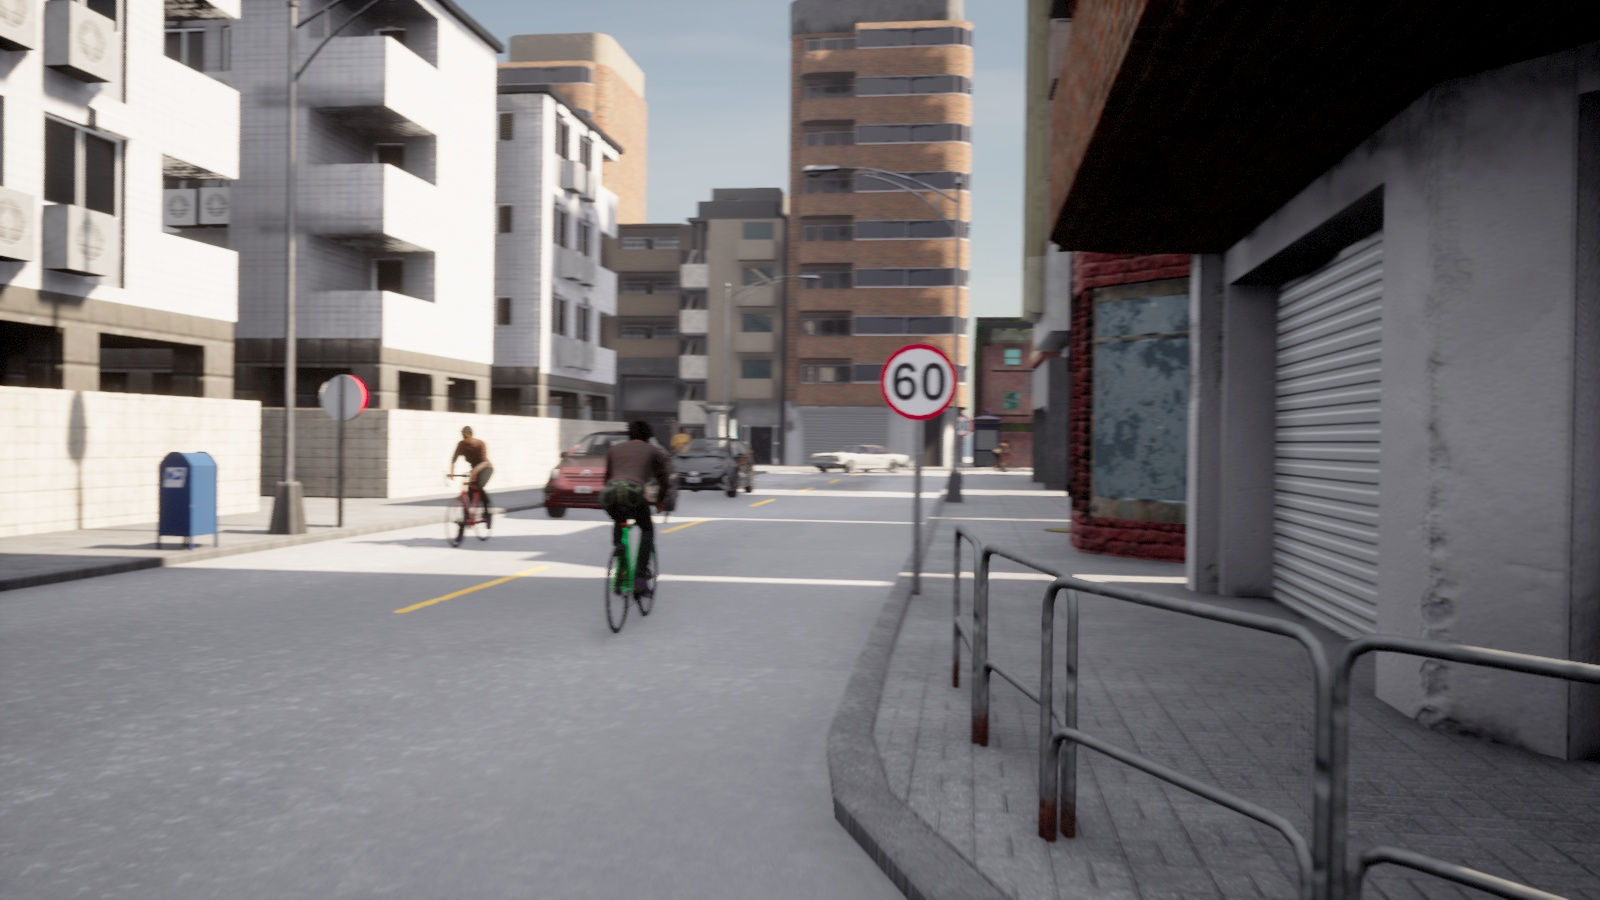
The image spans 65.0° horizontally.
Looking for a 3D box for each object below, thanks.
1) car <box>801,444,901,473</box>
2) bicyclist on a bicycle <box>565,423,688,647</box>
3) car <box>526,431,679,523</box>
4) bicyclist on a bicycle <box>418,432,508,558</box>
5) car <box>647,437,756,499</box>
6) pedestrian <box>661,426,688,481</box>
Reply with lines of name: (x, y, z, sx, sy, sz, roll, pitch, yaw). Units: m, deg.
car: (2.389, 0.365, 57.884, 4.718, 1.301, 1.895, -1, 1, -45)
bicyclist on a bicycle: (-1.337, 0.615, 9.950, 0.582, 1.620, 1.656, 0, 0, 6)
car: (-3.660, 0.458, 24.034, 1.851, 1.617, 3.988, 0, 0, 7)
bicyclist on a bicycle: (-4.547, 0.573, 17.044, 0.582, 1.620, 1.656, 0, 1, 7)
car: (-2.504, 0.428, 33.223, 2.007, 1.525, 4.514, 0, 0, 7)
pedestrian: (-4.325, 0.119, 43.364, 0.874, 1.855, 0.900, 0, 0, -4)
